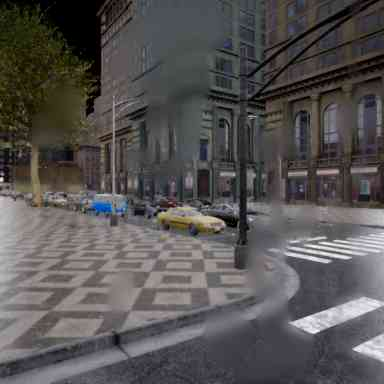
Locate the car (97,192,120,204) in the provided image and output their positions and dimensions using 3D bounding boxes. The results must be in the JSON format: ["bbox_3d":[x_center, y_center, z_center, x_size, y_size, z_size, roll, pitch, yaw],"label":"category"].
[{"bbox_3d":[-12.741,0.881,50.414,1.967,1.590,4.097,1,0,-35],"label":"car"}]

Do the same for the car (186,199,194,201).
[{"bbox_3d":[0.221,1.315,32.060,1.947,1.339,4.313,1,0,-35],"label":"car"}]

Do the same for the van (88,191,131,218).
[{"bbox_3d":[-6.735,1.091,27.133,1.690,1.788,3.998,1,0,-35],"label":"van"}]

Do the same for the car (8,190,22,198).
[{"bbox_3d":[-35.905,0.483,68.429,1.967,1.590,4.097,1,0,-35],"label":"car"}]

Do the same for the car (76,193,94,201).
[{"bbox_3d":[-19.225,0.861,59.589,1.802,1.307,4.206,1,0,-35],"label":"car"}]

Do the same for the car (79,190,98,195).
[{"bbox_3d":[-11.594,0.809,38.641,2.150,2.045,5.566,0,1,-35],"label":"car"}]

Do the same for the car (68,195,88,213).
[{"bbox_3d":[-9.978,1.230,31.722,2.008,1.369,4.403,1,0,-35],"label":"car"}]

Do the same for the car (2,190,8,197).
[{"bbox_3d":[-42.388,0.330,77.605,1.967,1.590,4.097,1,0,-35],"label":"car"}]

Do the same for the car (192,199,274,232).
[{"bbox_3d":[2.387,1.370,18.808,2.128,1.511,4.902,0,1,-35],"label":"car"}]

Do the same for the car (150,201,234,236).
[{"bbox_3d":[-0.155,1.398,17.813,1.752,1.417,4.829,1,0,-35],"label":"car"}]

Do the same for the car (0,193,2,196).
[{"bbox_3d":[-45.630,0.254,82.194,1.967,1.590,4.097,1,0,-35],"label":"car"}]

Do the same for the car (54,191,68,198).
[{"bbox_3d":[-28.947,0.587,73.351,1.887,1.381,4.507,1,0,-35],"label":"car"}]

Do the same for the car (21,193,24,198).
[{"bbox_3d":[-26.184,0.830,54.665,2.008,1.369,4.403,1,0,-35],"label":"car"}]

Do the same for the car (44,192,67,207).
[{"bbox_3d":[-16.363,1.051,40.763,1.752,1.417,4.829,1,0,-35],"label":"car"}]

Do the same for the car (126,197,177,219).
[{"bbox_3d":[-3.333,1.338,26.917,1.994,1.385,4.181,0,1,-35],"label":"car"}]

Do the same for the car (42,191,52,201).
[{"bbox_3d":[-19.702,0.992,45.490,2.008,1.369,4.403,1,0,-35],"label":"car"}]

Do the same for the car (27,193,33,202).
[{"bbox_3d":[-22.943,0.911,50.078,2.008,1.369,4.403,1,0,-35],"label":"car"}]

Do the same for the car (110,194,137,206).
[{"bbox_3d":[-9.502,1.074,45.826,2.008,1.369,4.403,1,0,-35],"label":"car"}]

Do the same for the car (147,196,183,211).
[{"bbox_3d":[-3.018,1.224,36.647,1.887,1.381,4.507,1,0,-35],"label":"car"}]

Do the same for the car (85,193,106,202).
[{"bbox_3d":[-15.984,0.910,55.001,2.008,1.369,4.403,1,0,-35],"label":"car"}]

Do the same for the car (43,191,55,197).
[{"bbox_3d":[-35.429,0.471,82.526,1.802,1.307,4.206,1,0,-35],"label":"car"}]
